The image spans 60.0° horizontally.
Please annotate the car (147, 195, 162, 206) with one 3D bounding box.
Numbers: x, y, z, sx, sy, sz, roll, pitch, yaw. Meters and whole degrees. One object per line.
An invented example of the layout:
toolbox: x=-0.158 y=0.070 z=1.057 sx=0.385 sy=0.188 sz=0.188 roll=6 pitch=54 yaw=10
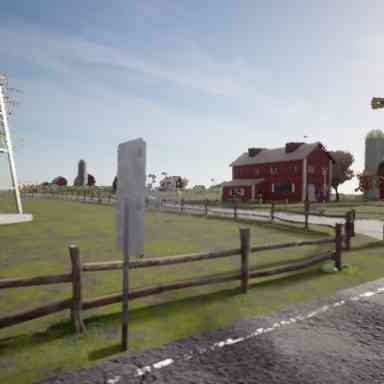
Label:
car: x=-5.890 y=1.093 z=46.073 sx=1.812 sy=1.442 sz=4.674 roll=2 pitch=0 yaw=-35
